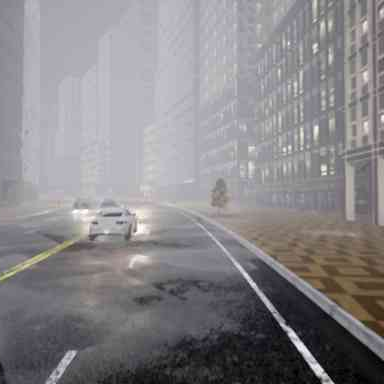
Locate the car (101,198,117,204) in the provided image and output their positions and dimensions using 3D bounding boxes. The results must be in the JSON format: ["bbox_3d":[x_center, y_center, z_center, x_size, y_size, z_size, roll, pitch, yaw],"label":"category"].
[{"bbox_3d":[-11.091,1.475,44.650,1.994,1.385,4.181,0,0,-11],"label":"car"}]

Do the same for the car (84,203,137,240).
[{"bbox_3d":[-3.857,1.497,16.719,1.812,1.442,4.674,0,0,-4],"label":"car"}]

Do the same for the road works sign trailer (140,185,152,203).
[{"bbox_3d":[-9.092,0.355,64.949,2.380,3.560,2.880,0,0,-17],"label":"road works sign trailer"}]

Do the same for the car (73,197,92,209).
[{"bbox_3d":[-14.049,1.400,42.805,2.128,1.511,4.902,0,0,-11],"label":"car"}]
